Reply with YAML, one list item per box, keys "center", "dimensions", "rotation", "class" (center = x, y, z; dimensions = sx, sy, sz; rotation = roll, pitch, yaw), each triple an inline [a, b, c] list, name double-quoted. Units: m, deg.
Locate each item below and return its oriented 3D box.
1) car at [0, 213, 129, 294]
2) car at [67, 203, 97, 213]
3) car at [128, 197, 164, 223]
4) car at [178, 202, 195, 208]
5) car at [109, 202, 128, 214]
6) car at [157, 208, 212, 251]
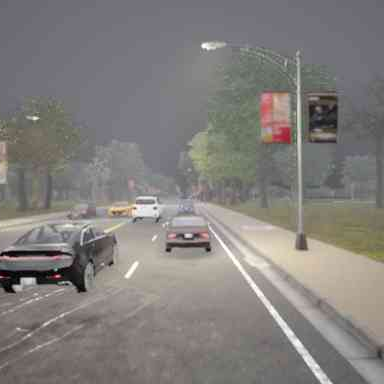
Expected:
- center: [-3.297, 1.572, 9.028]
  dimensions: [2.128, 1.511, 4.902]
  rotation: [0, 0, -1]
  class: "car"
- center: [-10.459, 1.837, 32.022]
  dimensions: [1.812, 1.442, 4.674]
  rotation: [0, 0, -1]
  class: "car"
- center: [-3.692, 1.444, 28.340]
  dimensions: [2.150, 2.045, 5.566]
  rotation: [0, 0, -1]
  class: "car"
- center: [-0.625, 1.821, 37.393]
  dimensions: [2.033, 1.411, 5.357]
  rotation: [0, -1, -1]
  class: "car"
- center: [-7.253, 1.781, 34.353]
  dimensions: [1.882, 1.535, 5.008]
  rotation: [0, -1, -1]
  class: "car"
- center: [-0.166, 1.637, 14.458]
  dimensions: [2.033, 1.411, 5.357]
  rotation: [0, 0, -1]
  class: "car"
